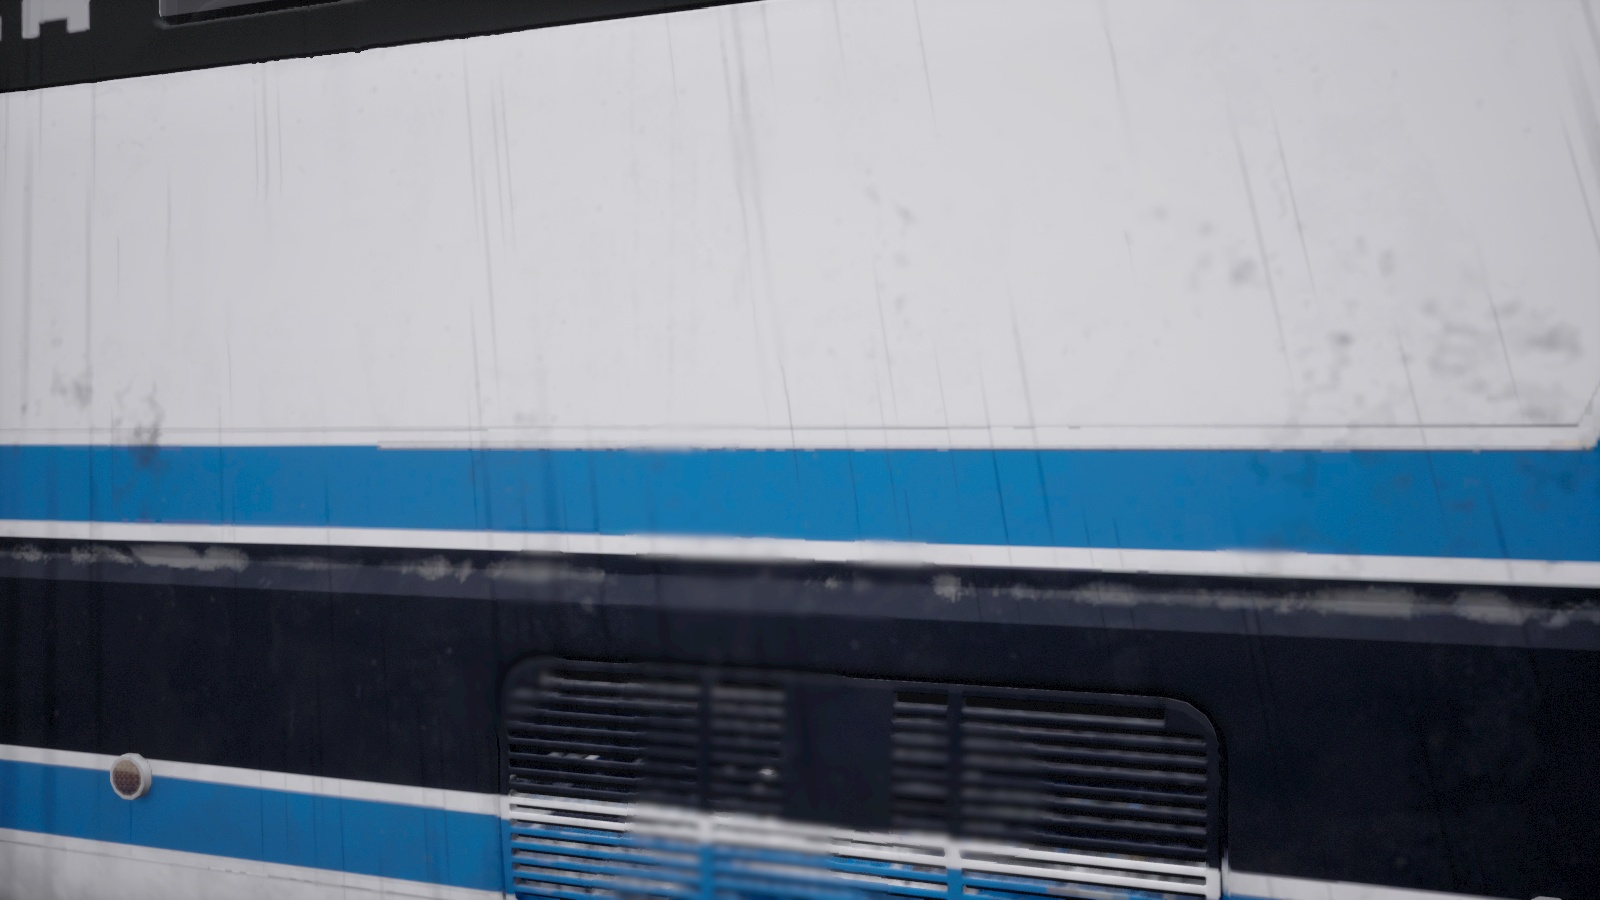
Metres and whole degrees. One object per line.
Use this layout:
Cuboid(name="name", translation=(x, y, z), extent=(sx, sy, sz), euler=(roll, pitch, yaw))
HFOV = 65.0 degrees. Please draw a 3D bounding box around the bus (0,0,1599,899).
Cuboid(name="bus", translation=(-0.127, -0.610, 3.748), extent=(10.273, 4.253, 3.944), euler=(1, 1, 19))
